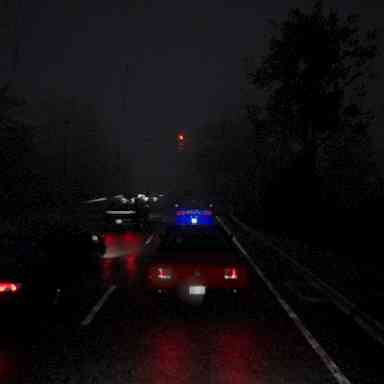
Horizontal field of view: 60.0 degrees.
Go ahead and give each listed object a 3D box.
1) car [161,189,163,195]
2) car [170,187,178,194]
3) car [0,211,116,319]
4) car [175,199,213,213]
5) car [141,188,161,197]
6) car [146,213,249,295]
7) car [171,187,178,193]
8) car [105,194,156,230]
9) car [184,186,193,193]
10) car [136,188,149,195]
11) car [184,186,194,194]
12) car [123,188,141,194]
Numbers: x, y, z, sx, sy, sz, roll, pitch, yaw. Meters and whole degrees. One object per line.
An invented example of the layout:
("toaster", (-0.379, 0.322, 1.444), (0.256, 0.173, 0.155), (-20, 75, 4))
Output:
("car", (-7.496, -0.164, 74.518), (2.033, 1.411, 5.357), (0, 1, -2))
("car", (-4.040, -0.194, 75.799), (2.033, 1.411, 5.357), (0, 1, -2))
("car", (-3.401, 1.406, 7.436), (2.033, 1.411, 5.357), (0, 1, 0))
("car", (0.099, 1.098, 17.767), (1.882, 1.535, 5.008), (0, 1, 0))
("car", (-7.176, 0.034, 58.295), (2.097, 1.767, 4.553), (0, 1, 0))
("car", (0.100, 1.441, 8.244), (1.895, 1.301, 4.718), (0, 1, 0))
("car", (-4.540, -0.532, 86.249), (1.812, 1.442, 4.674), (0, 1, -3))
("car", (-3.400, 1.108, 17.918), (2.128, 1.511, 4.902), (0, 1, 0))
("car", (-1.044, -0.706, 86.415), (2.097, 1.767, 4.553), (0, 1, -3))
("car", (-10.985, -0.167, 74.150), (2.128, 1.511, 4.902), (0, 1, -2))
("car", (-0.555, -0.257, 76.307), (1.882, 1.535, 5.008), (0, 1, -2))
("car", (-10.668, 0.294, 57.835), (1.895, 1.301, 4.718), (0, 1, 0))
